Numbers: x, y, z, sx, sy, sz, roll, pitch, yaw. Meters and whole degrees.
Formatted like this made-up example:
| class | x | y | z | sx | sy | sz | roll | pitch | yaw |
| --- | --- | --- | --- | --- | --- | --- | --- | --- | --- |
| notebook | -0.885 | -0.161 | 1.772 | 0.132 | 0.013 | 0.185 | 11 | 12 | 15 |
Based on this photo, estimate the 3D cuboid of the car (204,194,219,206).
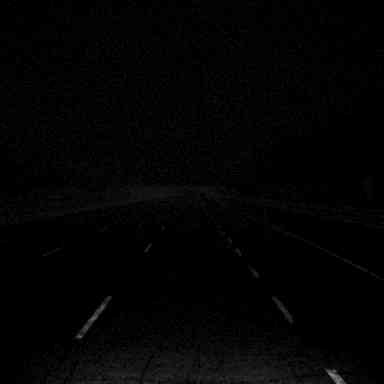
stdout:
| class | x | y | z | sx | sy | sz | roll | pitch | yaw |
| --- | --- | --- | --- | --- | --- | --- | --- | --- | --- |
| car | 3.475 | 1.540 | 56.240 | 1.994 | 1.385 | 4.181 | 0 | 0 | 0 |

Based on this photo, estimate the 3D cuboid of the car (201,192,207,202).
| class | x | y | z | sx | sy | sz | roll | pitch | yaw |
| --- | --- | --- | --- | --- | --- | --- | --- | --- | --- |
| car | 3.468 | 1.418 | 72.778 | 1.882 | 1.535 | 5.008 | 0 | 0 | 0 |

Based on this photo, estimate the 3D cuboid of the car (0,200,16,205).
| class | x | y | z | sx | sy | sz | roll | pitch | yaw |
| --- | --- | --- | --- | --- | --- | --- | --- | --- | --- |
| car | -17.577 | 1.478 | 30.247 | 1.882 | 1.535 | 5.008 | 0 | 0 | 0 |
